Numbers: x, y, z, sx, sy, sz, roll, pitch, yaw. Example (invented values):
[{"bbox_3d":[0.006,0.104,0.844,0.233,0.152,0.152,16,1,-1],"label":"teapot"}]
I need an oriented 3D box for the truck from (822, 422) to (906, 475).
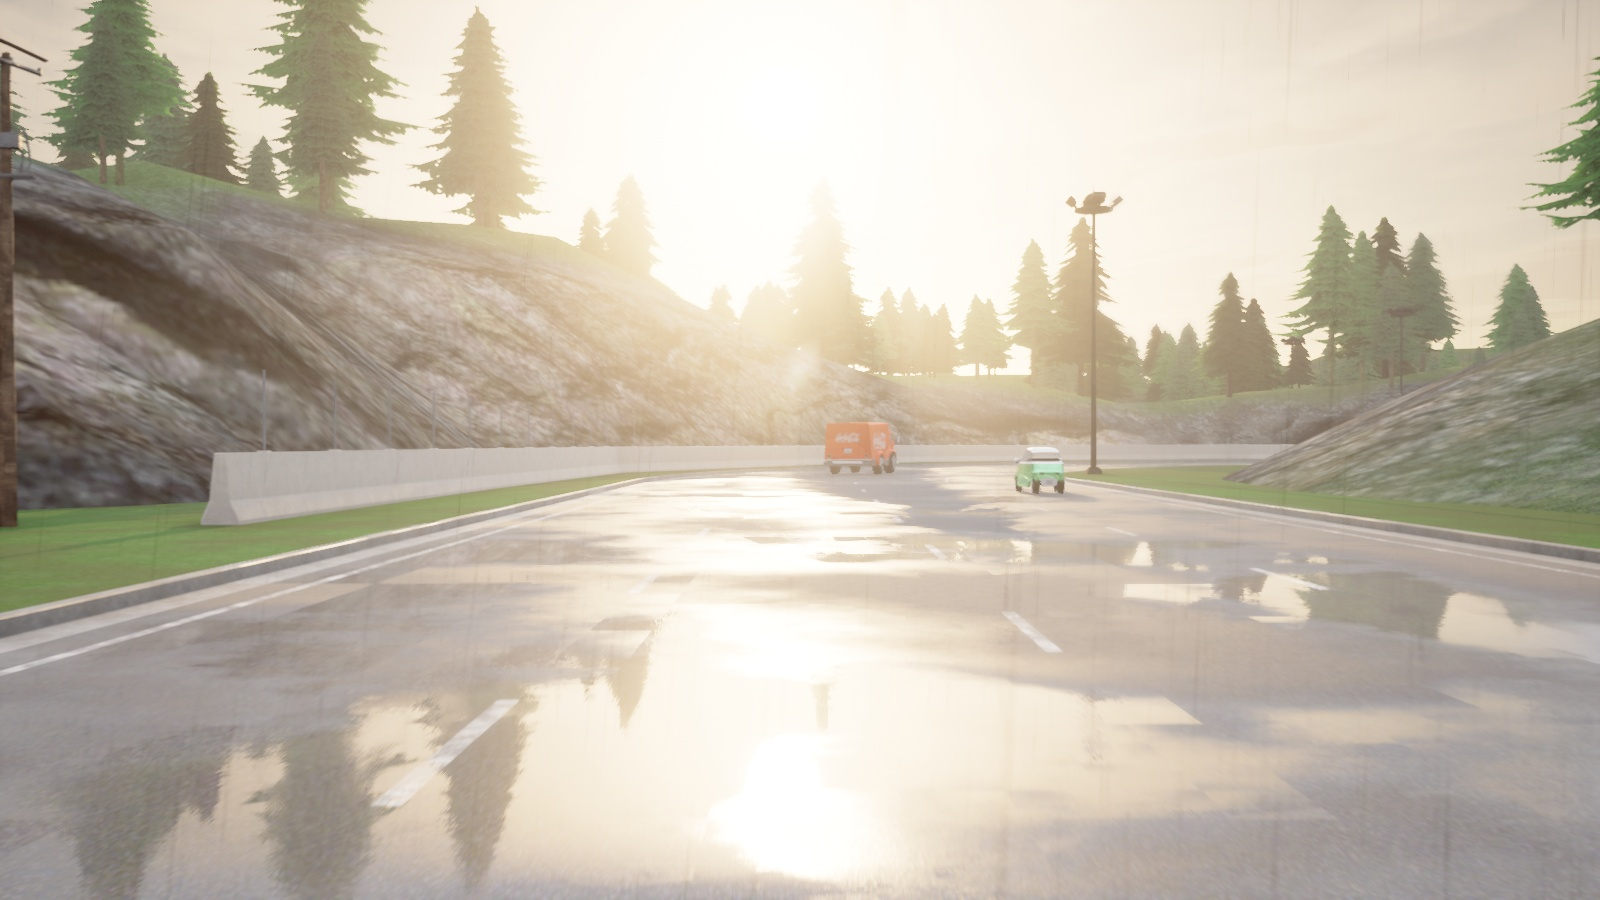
[{"bbox_3d":[3.156,-0.080,60.695,2.627,2.467,5.204,0,0,20],"label":"truck"}]

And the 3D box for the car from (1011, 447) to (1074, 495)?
[{"bbox_3d":[7.229,0.595,37.566,1.481,1.376,2.207,0,1,0],"label":"car"}]
